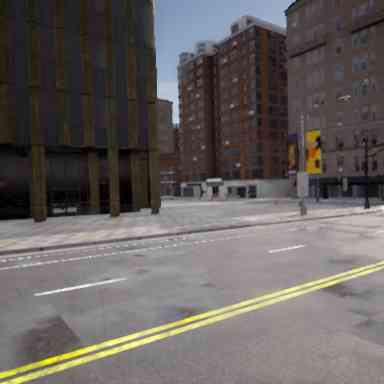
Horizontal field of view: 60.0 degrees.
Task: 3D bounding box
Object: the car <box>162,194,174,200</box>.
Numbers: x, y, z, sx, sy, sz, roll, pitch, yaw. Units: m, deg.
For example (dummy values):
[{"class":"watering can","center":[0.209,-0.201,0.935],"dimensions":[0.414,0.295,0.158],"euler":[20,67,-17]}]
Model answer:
[{"class":"car","center":[-5.442,1.074,67.097],"dimensions":[1.895,1.301,4.718],"euler":[-3,1,-35]}]
